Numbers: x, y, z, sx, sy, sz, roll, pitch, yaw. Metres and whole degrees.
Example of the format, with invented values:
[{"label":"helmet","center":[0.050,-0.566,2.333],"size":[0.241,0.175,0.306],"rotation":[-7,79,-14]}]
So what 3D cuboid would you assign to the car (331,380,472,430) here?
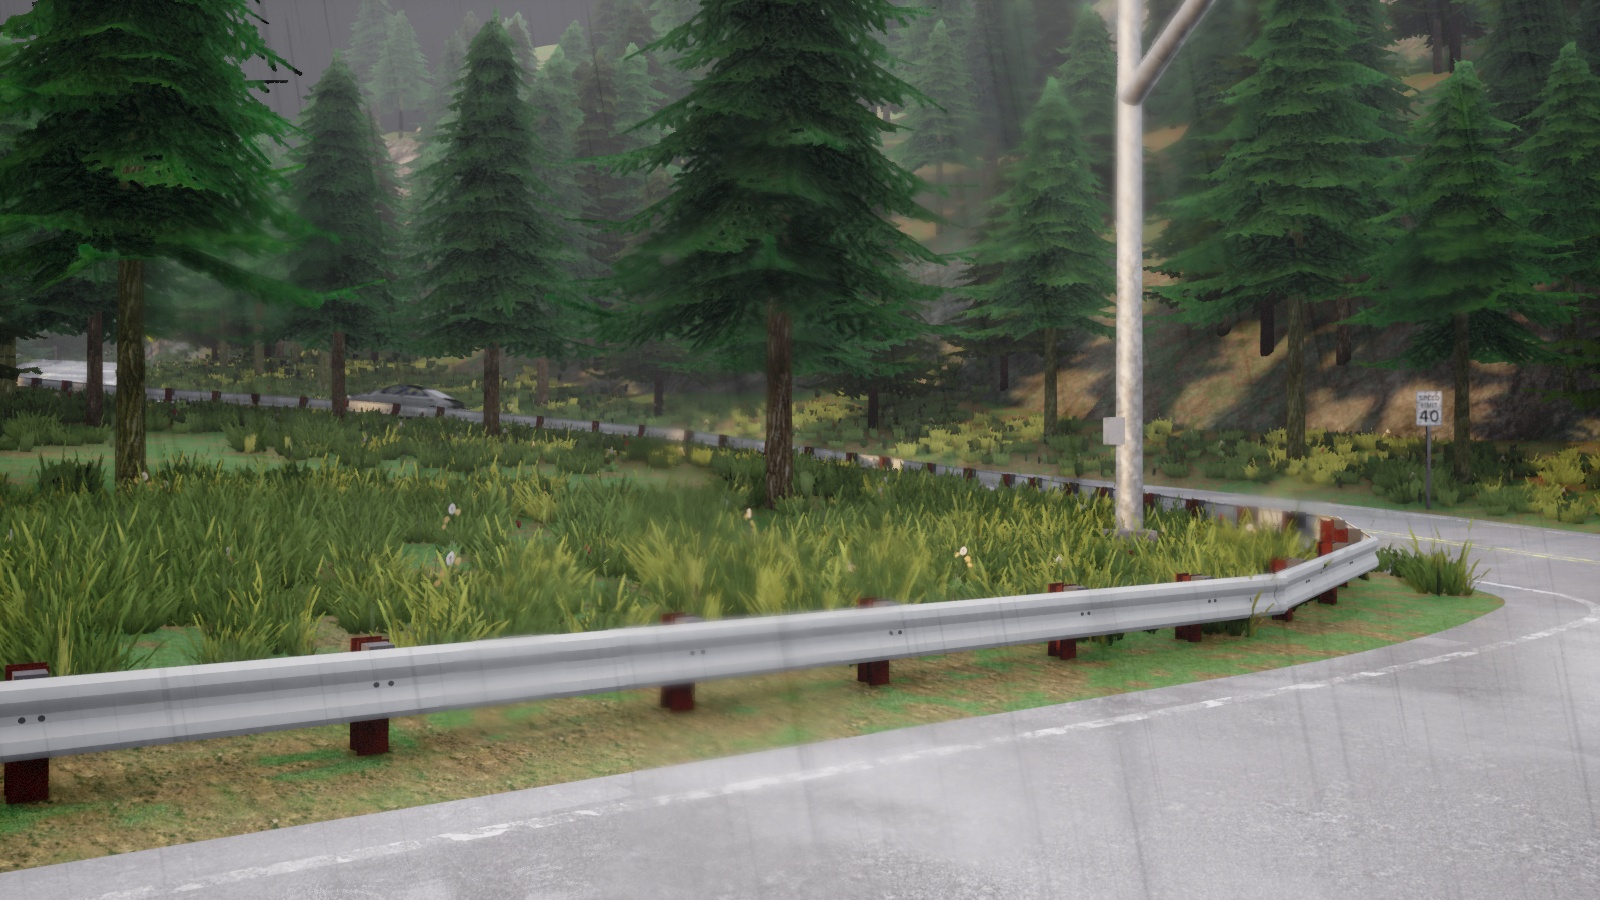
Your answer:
[{"label":"car","center":[-14.018,-1.575,44.257],"size":[4.181,1.385,1.994],"rotation":[5,1,10]}]
